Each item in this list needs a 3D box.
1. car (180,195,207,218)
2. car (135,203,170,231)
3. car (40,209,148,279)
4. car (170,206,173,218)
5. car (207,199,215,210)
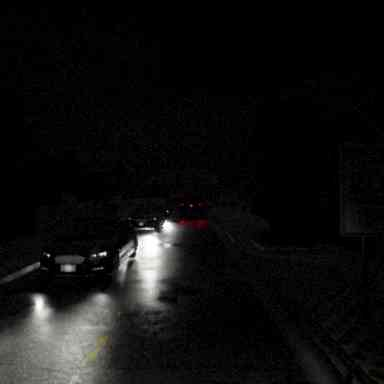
[{"bbox_3d":[0.044,1.274,31.268,2.150,2.045,5.566,0,0,2],"label":"car"},{"bbox_3d":[-2.824,1.522,21.020,2.128,1.511,4.902,0,0,0],"label":"car"},{"bbox_3d":[-2.843,1.505,10.132,2.128,1.511,4.902,0,0,0],"label":"car"},{"bbox_3d":[-2.751,1.692,29.899,1.895,1.301,4.718,0,0,0],"label":"car"},{"bbox_3d":[1.902,1.697,45.350,1.994,1.385,4.181,0,-1,13],"label":"car"}]
